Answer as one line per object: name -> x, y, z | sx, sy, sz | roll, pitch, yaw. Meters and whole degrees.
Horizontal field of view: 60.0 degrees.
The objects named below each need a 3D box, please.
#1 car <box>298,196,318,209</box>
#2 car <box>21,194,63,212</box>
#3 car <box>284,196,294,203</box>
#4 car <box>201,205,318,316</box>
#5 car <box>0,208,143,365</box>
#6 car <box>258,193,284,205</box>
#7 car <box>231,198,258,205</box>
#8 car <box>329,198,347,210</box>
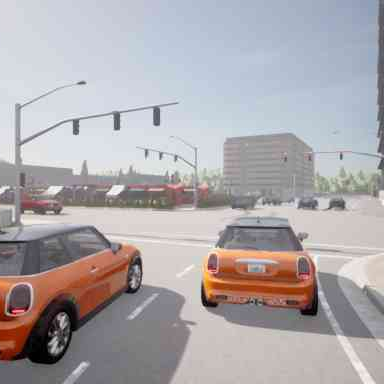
car -> 15.625, 1.351, 44.613 | 2.097, 1.767, 4.553 | 0, 0, 28
car -> -16.095, 1.277, 34.834 | 5.566, 2.045, 2.150 | 0, 0, 28
car -> 19.255, 1.516, 66.928 | 2.128, 1.511, 4.902 | 0, 0, 28
car -> 1.631, 1.352, 7.851 | 2.097, 1.767, 4.553 | 0, 0, 14
car -> -2.486, 1.352, 6.145 | 2.097, 1.767, 4.553 | 0, 0, 10
car -> 13.416, 1.221, 55.901 | 2.150, 2.045, 5.566 | 0, 0, 28
car -> 6.648, 1.600, 42.977 | 1.895, 1.301, 4.718 | 0, 0, 28
car -> 19.331, 1.504, 44.149 | 1.837, 1.490, 4.892 | 0, 0, 28
